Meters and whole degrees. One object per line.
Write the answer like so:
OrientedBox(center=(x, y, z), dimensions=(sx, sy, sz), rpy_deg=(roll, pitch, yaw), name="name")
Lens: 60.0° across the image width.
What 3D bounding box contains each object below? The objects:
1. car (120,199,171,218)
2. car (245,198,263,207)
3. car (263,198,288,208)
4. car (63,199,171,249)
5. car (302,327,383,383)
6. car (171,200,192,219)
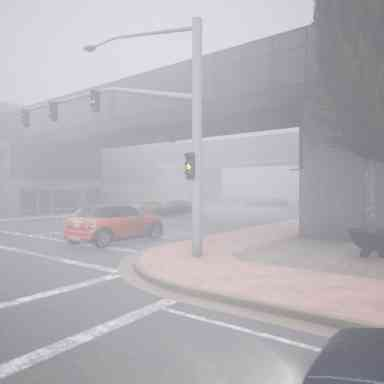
OrientedBox(center=(-4.325, 1.475, 31.738), dimensions=(1.882, 1.535, 5.008), rpy_deg=(0, 0, 36), name="car")
OrientedBox(center=(10.019, 1.598, 51.466), dimensions=(1.895, 1.301, 4.718), rpy_deg=(0, 0, 36), name="car")
OrientedBox(center=(12.639, 1.562, 49.125), dimensions=(1.994, 1.385, 4.181), rpy_deg=(0, 0, 37), name="car")
OrientedBox(center=(-3.337, 1.349, 14.971), dimensions=(2.097, 1.767, 4.553), rpy_deg=(0, 0, 36), name="car")
OrientedBox(center=(3.298, 1.548, 1.629), dimensions=(5.357, 1.411, 2.033), rpy_deg=(0, 0, 36), name="car")
OrientedBox(center=(-1.488, 1.475, 29.688), dimensions=(1.882, 1.535, 5.008), rpy_deg=(0, 0, 36), name="car")
